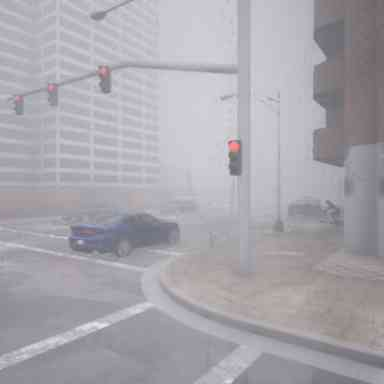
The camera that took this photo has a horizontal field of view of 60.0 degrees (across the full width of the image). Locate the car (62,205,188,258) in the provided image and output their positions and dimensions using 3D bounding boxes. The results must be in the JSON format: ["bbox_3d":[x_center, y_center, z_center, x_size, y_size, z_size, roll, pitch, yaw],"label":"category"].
[{"bbox_3d":[-2.359,1.474,12.931,1.882,1.535,5.008,-1,0,31],"label":"car"}]

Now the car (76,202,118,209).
[{"bbox_3d":[-7.203,1.497,24.622,1.837,1.490,4.892,0,0,35],"label":"car"}]

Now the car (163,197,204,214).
[{"bbox_3d":[-1.224,1.498,33.074,1.837,1.490,4.892,0,0,35],"label":"car"}]

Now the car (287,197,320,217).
[{"bbox_3d":[10.527,1.475,31.190,1.882,1.535,5.008,0,0,35],"label":"car"}]

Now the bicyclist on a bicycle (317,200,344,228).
[{"bbox_3d":[8.165,1.299,19.548,1.656,1.620,0.582,0,0,35],"label":"bicyclist on a bicycle"}]
